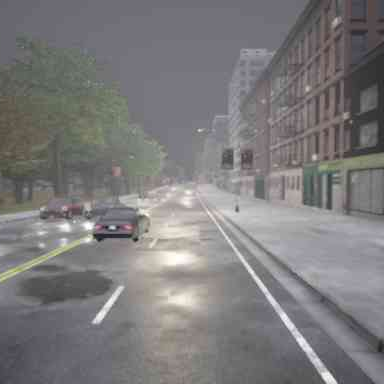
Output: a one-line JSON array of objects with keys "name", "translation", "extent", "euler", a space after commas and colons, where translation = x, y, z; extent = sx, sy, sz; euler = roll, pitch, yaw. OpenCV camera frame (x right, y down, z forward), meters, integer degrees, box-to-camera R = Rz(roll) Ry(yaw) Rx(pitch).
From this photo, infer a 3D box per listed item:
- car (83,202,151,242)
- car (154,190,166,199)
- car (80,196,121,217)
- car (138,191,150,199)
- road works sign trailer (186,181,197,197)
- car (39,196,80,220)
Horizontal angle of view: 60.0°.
[{"name": "car", "translation": [-3.149, 1.433, 15.702], "extent": [2.033, 1.411, 5.357], "euler": [0, 0, 0]}, {"name": "car", "translation": [-6.495, 0.465, 67.555], "extent": [2.097, 1.767, 4.553], "euler": [0, 1, 0]}, {"name": "car", "translation": [-6.589, 1.150, 25.559], "extent": [2.097, 1.767, 4.553], "euler": [0, 1, 0]}, {"name": "car", "translation": [-9.745, 0.608, 67.525], "extent": [1.837, 1.490, 4.892], "euler": [0, 2, 0]}, {"name": "road works sign trailer", "translation": [0.006, -0.647, 76.147], "extent": [2.380, 3.560, 2.880], "euler": [0, 2, 0]}, {"name": "car", "translation": [-9.839, 1.150, 25.557], "extent": [2.097, 1.767, 4.553], "euler": [0, 1, 0]}]
